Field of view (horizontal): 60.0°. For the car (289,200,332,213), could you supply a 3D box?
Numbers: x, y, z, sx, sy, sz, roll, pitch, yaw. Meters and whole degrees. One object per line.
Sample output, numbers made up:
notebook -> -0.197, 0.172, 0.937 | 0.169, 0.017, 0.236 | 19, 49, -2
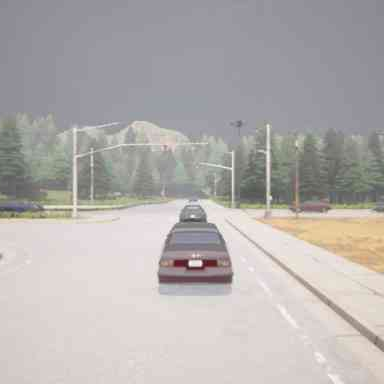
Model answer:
car -> 13.597, 1.694, 38.316 | 4.674, 1.442, 1.812 | 0, 0, 1

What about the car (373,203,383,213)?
car -> 23.461, 1.656, 38.144 | 4.902, 1.511, 2.128 | 0, 0, 1

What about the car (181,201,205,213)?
car -> 0.079, 1.661, 25.171 | 1.994, 1.385, 4.181 | 0, 0, 0

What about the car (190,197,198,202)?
car -> 0.613, 1.944, 91.632 | 1.895, 1.301, 4.718 | 0, 0, 2

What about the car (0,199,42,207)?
car -> -18.070, 1.520, 35.181 | 4.553, 1.767, 2.097 | 0, 0, 1

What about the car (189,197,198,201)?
car -> 0.223, 1.849, 81.168 | 2.033, 1.411, 5.357 | 0, 0, 2

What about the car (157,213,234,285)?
car -> 0.082, 1.585, 9.647 | 2.033, 1.411, 5.357 | 0, 0, 0
